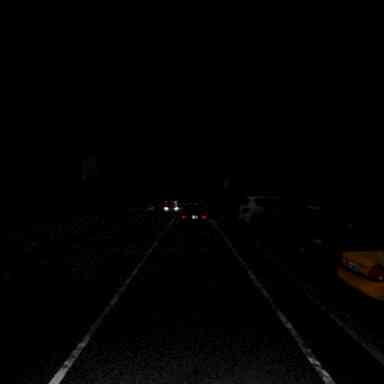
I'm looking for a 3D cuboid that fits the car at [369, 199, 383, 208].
[{"bbox_3d":[18.690,1.593,29.220,4.674,1.452,2.002,0,0,0],"label":"car"}]

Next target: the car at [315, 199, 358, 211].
[{"bbox_3d":[18.696,1.667,43.140,4.674,1.452,2.002,0,0,0],"label":"car"}]

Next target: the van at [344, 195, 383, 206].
[{"bbox_3d":[18.807,1.350,34.793,4.442,1.987,1.878,0,0,0],"label":"van"}]

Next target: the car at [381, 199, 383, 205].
[{"bbox_3d":[18.508,1.539,26.435,5.366,1.575,1.946,0,0,0],"label":"car"}]

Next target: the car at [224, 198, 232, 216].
[{"bbox_3d":[5.607,1.554,29.127,4.892,1.521,2.231,0,0,0],"label":"car"}]

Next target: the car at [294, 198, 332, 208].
[{"bbox_3d":[18.697,1.706,51.496,5.008,1.535,2.097,0,-1,0],"label":"car"}]

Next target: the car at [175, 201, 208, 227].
[{"bbox_3d":[0.111,1.607,22.944,2.033,1.411,5.357,0,0,0],"label":"car"}]

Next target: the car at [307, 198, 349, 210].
[{"bbox_3d":[18.701,1.650,45.927,5.008,1.535,2.097,0,-1,0],"label":"car"}]

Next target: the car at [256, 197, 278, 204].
[{"bbox_3d":[18.745,2.136,83.127,5.008,1.535,2.097,0,-1,0],"label":"car"}]

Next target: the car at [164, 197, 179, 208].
[{"bbox_3d":[-3.290,1.630,54.253,2.097,1.767,4.553,0,-1,0],"label":"car"}]

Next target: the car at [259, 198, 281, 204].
[{"bbox_3d":[18.733,2.133,79.978,4.674,1.452,2.002,0,-1,0],"label":"car"}]

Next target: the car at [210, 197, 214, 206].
[{"bbox_3d":[5.645,1.400,45.947,5.566,2.045,2.435,0,0,0],"label":"car"}]

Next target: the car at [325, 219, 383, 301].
[{"bbox_3d":[5.817,1.475,6.705,5.366,1.575,1.946,0,0,0],"label":"car"}]

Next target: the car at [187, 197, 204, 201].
[{"bbox_3d":[0.119,1.641,42.725,2.128,1.511,4.902,0,0,0],"label":"car"}]

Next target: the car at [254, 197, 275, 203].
[{"bbox_3d":[18.738,2.182,86.400,4.892,1.521,2.231,0,-1,0],"label":"car"}]

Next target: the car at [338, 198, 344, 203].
[{"bbox_3d":[18.660,1.465,37.573,4.553,1.767,2.185,0,0,0],"label":"car"}]

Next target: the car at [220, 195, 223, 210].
[{"bbox_3d":[5.579,1.451,34.736,4.553,1.767,2.185,0,0,0],"label":"car"}]

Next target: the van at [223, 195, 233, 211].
[{"bbox_3d":[5.495,1.339,31.932,4.442,1.987,1.878,0,0,0],"label":"van"}]

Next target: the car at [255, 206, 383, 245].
[{"bbox_3d":[5.595,1.526,15.112,4.792,1.488,2.163,0,0,0],"label":"car"}]

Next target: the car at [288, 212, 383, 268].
[{"bbox_3d":[5.624,1.482,9.505,5.008,1.535,2.097,0,0,0],"label":"car"}]

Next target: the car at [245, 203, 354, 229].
[{"bbox_3d":[5.617,1.507,17.910,4.892,1.521,2.231,0,0,0],"label":"car"}]

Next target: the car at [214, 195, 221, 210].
[{"bbox_3d":[5.639,1.340,37.537,5.566,2.045,2.435,0,0,0],"label":"car"}]

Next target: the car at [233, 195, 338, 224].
[{"bbox_3d":[5.647,1.267,20.718,5.566,2.045,2.435,0,0,0],"label":"car"}]
